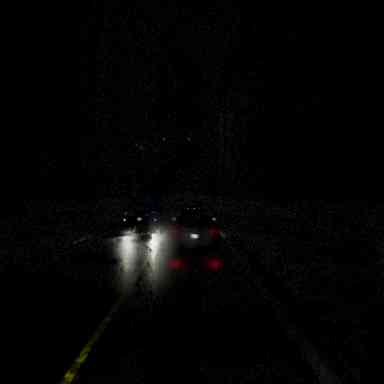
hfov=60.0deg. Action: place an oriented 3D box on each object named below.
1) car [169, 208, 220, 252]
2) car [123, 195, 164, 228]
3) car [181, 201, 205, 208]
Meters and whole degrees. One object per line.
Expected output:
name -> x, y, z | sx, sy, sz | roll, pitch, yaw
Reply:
car -> 0.091, 1.569, 14.003 | 1.994, 1.385, 4.181 | 0, 0, 0
car -> -3.096, 1.226, 22.335 | 2.150, 2.045, 5.566 | 0, 0, 0
car -> 0.092, 1.511, 28.888 | 1.837, 1.490, 4.892 | 0, 0, 0
